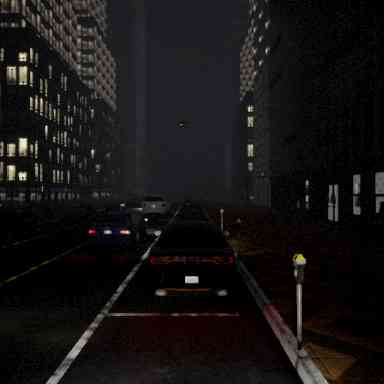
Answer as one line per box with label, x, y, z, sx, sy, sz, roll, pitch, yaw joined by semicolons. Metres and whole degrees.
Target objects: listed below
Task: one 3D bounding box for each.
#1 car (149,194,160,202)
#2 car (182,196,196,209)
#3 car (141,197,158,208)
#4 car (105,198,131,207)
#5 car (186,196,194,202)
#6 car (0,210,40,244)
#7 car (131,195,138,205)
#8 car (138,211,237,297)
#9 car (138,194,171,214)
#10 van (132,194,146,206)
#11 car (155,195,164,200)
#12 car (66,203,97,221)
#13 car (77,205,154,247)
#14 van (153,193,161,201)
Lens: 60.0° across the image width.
car;-8.832;1.391;78.413;1.967;1.590;4.097;0;0;0
car;-0.452;1.548;44.248;1.947;1.339;4.313;0;0;0
car;-6.150;1.492;48.380;1.837;1.490;4.892;0;0;0
car;-8.833;1.537;38.569;2.008;1.369;4.403;0;0;0
car;-0.452;1.533;78.399;1.802;1.307;4.206;0;0;0
car;-8.833;1.563;15.800;1.947;1.339;4.313;0;0;0
car;-8.832;1.523;49.953;1.887;1.381;4.507;0;0;0
car;-0.006;1.477;8.649;1.882;1.535;5.008;0;0;0
car;-3.144;1.208;29.961;2.150;2.045;5.566;0;0;0
van;-8.831;1.314;55.646;1.690;1.788;3.998;0;0;0
car;-8.832;1.503;89.799;1.947;1.339;4.313;0;0;0
car;-8.832;1.574;27.183;1.802;1.307;4.206;0;0;0
car;-3.144;1.545;14.932;2.033;1.411;5.357;0;0;0
van;-8.831;1.285;84.106;1.690;1.788;3.998;0;0;0
